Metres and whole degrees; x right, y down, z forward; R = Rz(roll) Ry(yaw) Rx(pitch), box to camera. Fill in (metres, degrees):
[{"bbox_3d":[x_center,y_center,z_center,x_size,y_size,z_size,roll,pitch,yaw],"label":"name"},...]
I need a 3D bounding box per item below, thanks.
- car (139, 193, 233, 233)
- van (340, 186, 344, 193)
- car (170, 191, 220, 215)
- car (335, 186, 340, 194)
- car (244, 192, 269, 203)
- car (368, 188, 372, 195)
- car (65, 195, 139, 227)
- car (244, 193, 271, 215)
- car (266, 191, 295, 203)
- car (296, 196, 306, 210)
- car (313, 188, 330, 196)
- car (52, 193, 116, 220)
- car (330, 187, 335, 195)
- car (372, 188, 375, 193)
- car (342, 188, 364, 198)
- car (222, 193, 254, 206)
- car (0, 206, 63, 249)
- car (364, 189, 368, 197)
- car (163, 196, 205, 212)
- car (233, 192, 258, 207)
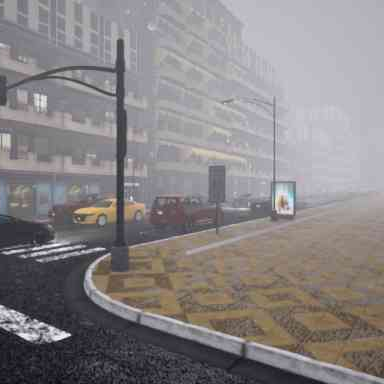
[{"bbox_3d":[-0.143,1.025,17.708,2.192,1.841,5.009,1,2,35],"label":"car"},{"bbox_3d":[37.413,-0.447,86.109,1.690,1.788,3.998,2,2,35],"label":"van"},{"bbox_3d":[0.371,0.877,28.586,2.097,1.767,4.553,0,1,35],"label":"car"},{"bbox_3d":[34.237,-0.241,81.565,1.967,1.590,4.097,2,2,35],"label":"car"},{"bbox_3d":[8.830,0.753,45.196,1.802,1.307,4.206,2,2,35],"label":"car"},{"bbox_3d":[34.798,0.095,67.738,1.887,1.381,4.507,1,2,35],"label":"car"},{"bbox_3d":[-5.017,1.179,20.867,1.882,1.535,5.008,0,1,34],"label":"car"},{"bbox_3d":[6.209,1.068,26.810,1.947,1.339,4.313,1,2,35],"label":"car"},{"bbox_3d":[12.121,0.630,45.318,2.128,1.511,4.902,0,1,35],"label":"car"},{"bbox_3d":[9.385,0.964,31.358,1.947,1.339,4.313,1,2,35],"label":"car"},{"bbox_3d":[27.885,-0.026,72.472,1.967,1.590,4.097,2,2,35],"label":"car"},{"bbox_3d":[-7.047,1.008,22.456,2.192,1.841,5.009,1,2,35],"label":"car"},{"bbox_3d":[31.061,-0.029,77.022,1.887,1.381,4.507,2,2,35],"label":"car"},{"bbox_3d":[37.974,-0.012,72.286,1.887,1.381,4.507,1,2,35],"label":"car"},{"bbox_3d":[28.445,0.308,58.643,1.887,1.381,4.507,1,2,35],"label":"car"},{"bbox_3d":[5.654,0.827,40.649,2.008,1.369,4.403,2,2,35],"label":"car"},{"bbox_3d":[-7.246,1.429,12.094,1.994,1.385,4.181,0,1,35],"label":"car"},{"bbox_3d":[31.622,0.097,63.187,1.967,1.590,4.097,1,2,35],"label":"car"},{"bbox_3d":[-0.697,1.068,31.557,1.802,1.307,4.206,2,2,35],"label":"car"},{"bbox_3d":[6.114,0.841,36.795,1.837,1.490,4.892,0,1,35],"label":"car"}]
